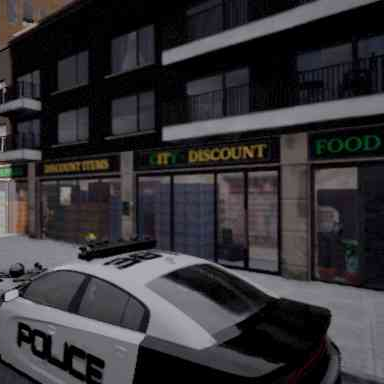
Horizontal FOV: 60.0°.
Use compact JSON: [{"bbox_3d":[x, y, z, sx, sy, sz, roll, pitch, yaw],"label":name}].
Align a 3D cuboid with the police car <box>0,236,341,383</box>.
[{"bbox_3d":[-1.011,1.416,4.141,5.238,1.638,1.930,0,0,35],"label":"police car"}]
